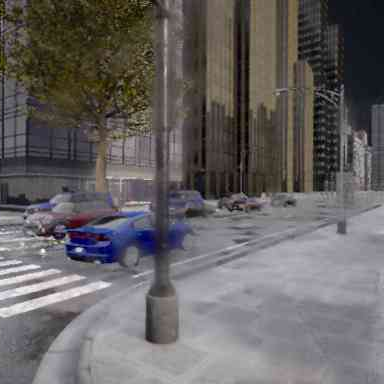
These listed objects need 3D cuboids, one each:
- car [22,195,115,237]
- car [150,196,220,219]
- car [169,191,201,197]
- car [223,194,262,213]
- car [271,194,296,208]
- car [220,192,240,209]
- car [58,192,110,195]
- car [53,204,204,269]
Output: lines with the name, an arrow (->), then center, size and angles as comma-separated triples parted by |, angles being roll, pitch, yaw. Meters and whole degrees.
car -> -5.892, 1.200, 16.575 | 2.097, 1.767, 4.553 | 0, 1, 36
car -> -0.389, 1.302, 24.278 | 2.033, 1.411, 5.357 | 0, 1, 35
car -> -1.214, 0.924, 28.704 | 2.150, 2.045, 5.566 | 0, 1, 36
car -> 5.087, 1.223, 31.919 | 1.994, 1.385, 4.181 | 0, 1, 36
car -> 11.155, 1.041, 40.354 | 2.128, 1.511, 4.902 | 0, 1, 36
car -> 4.587, 0.952, 36.797 | 2.097, 1.767, 4.553 | 0, 1, 36
car -> -7.244, 1.027, 20.271 | 2.150, 2.045, 5.566 | 0, 1, 36
car -> -1.757, 1.388, 11.095 | 1.882, 1.535, 5.008 | -1, 0, 31
